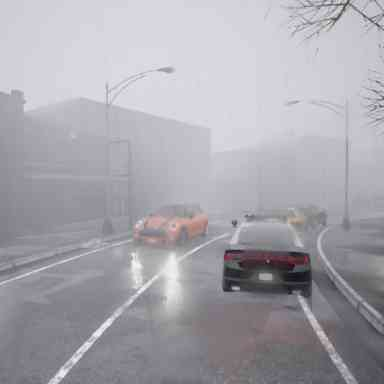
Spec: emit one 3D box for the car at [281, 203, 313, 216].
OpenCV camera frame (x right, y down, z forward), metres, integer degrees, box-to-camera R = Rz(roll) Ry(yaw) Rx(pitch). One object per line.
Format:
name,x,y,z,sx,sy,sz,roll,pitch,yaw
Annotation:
car,5.079,1.469,17.783,1.801,1.575,5.366,1,0,26

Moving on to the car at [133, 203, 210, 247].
car,-0.775,1.326,15.098,2.097,1.767,4.553,1,0,21

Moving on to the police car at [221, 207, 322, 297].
police car,1.973,1.427,8.902,1.930,1.638,5.238,0,0,12

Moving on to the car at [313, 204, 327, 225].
car,7.775,1.535,22.480,1.837,1.490,4.892,1,0,34
